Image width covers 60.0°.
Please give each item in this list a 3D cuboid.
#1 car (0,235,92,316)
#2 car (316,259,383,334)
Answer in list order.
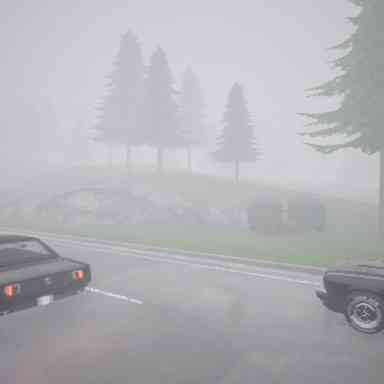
[{"bbox_3d":[-4.361,1.601,7.100,4.718,1.301,1.895,0,0,35],"label":"car"},{"bbox_3d":[4.490,1.601,5.090,4.718,1.301,1.895,0,0,35],"label":"car"}]
